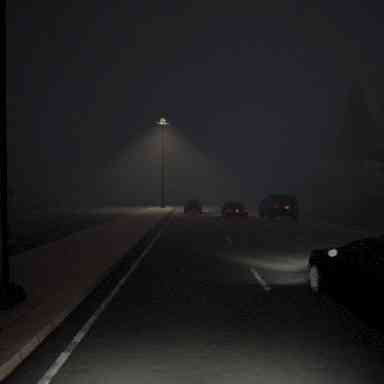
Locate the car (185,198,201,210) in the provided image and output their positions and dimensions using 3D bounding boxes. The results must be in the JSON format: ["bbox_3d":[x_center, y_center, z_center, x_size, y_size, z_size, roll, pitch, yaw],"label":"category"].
[{"bbox_3d":[0.098,1.564,44.486,1.994,1.385,4.181,0,0,0],"label":"car"}]

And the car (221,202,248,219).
[{"bbox_3d":[3.600,1.547,28.948,2.033,1.411,5.357,0,0,0],"label":"car"}]

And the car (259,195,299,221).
[{"bbox_3d":[7.099,1.224,27.503,2.150,2.045,5.566,0,0,0],"label":"car"}]

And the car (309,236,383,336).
[{"bbox_3d":[3.598,1.477,5.641,1.882,1.535,5.008,0,0,0],"label":"car"}]

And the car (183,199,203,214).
[{"bbox_3d":[0.094,1.526,35.713,1.812,1.442,4.674,0,0,0],"label":"car"}]
